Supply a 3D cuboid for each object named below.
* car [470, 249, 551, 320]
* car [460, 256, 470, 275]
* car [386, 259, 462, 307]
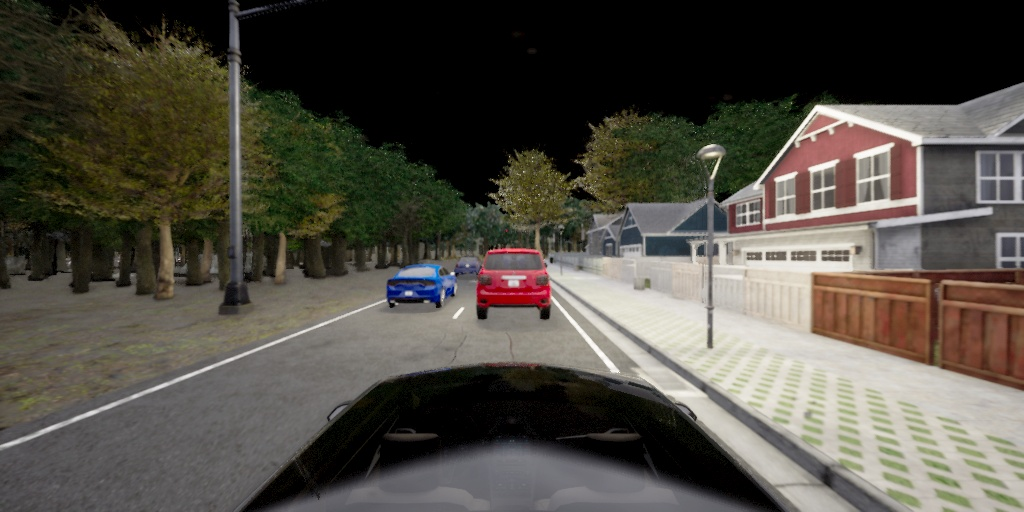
[{"bbox_3d":[0.052,0.832,12.177,2.150,2.045,5.566,0,0,0],"label":"car"},{"bbox_3d":[-3.441,0.749,29.972,2.097,1.767,4.553,0,1,0],"label":"car"},{"bbox_3d":[-3.436,1.069,14.409,1.882,1.535,5.008,0,1,0],"label":"car"}]
